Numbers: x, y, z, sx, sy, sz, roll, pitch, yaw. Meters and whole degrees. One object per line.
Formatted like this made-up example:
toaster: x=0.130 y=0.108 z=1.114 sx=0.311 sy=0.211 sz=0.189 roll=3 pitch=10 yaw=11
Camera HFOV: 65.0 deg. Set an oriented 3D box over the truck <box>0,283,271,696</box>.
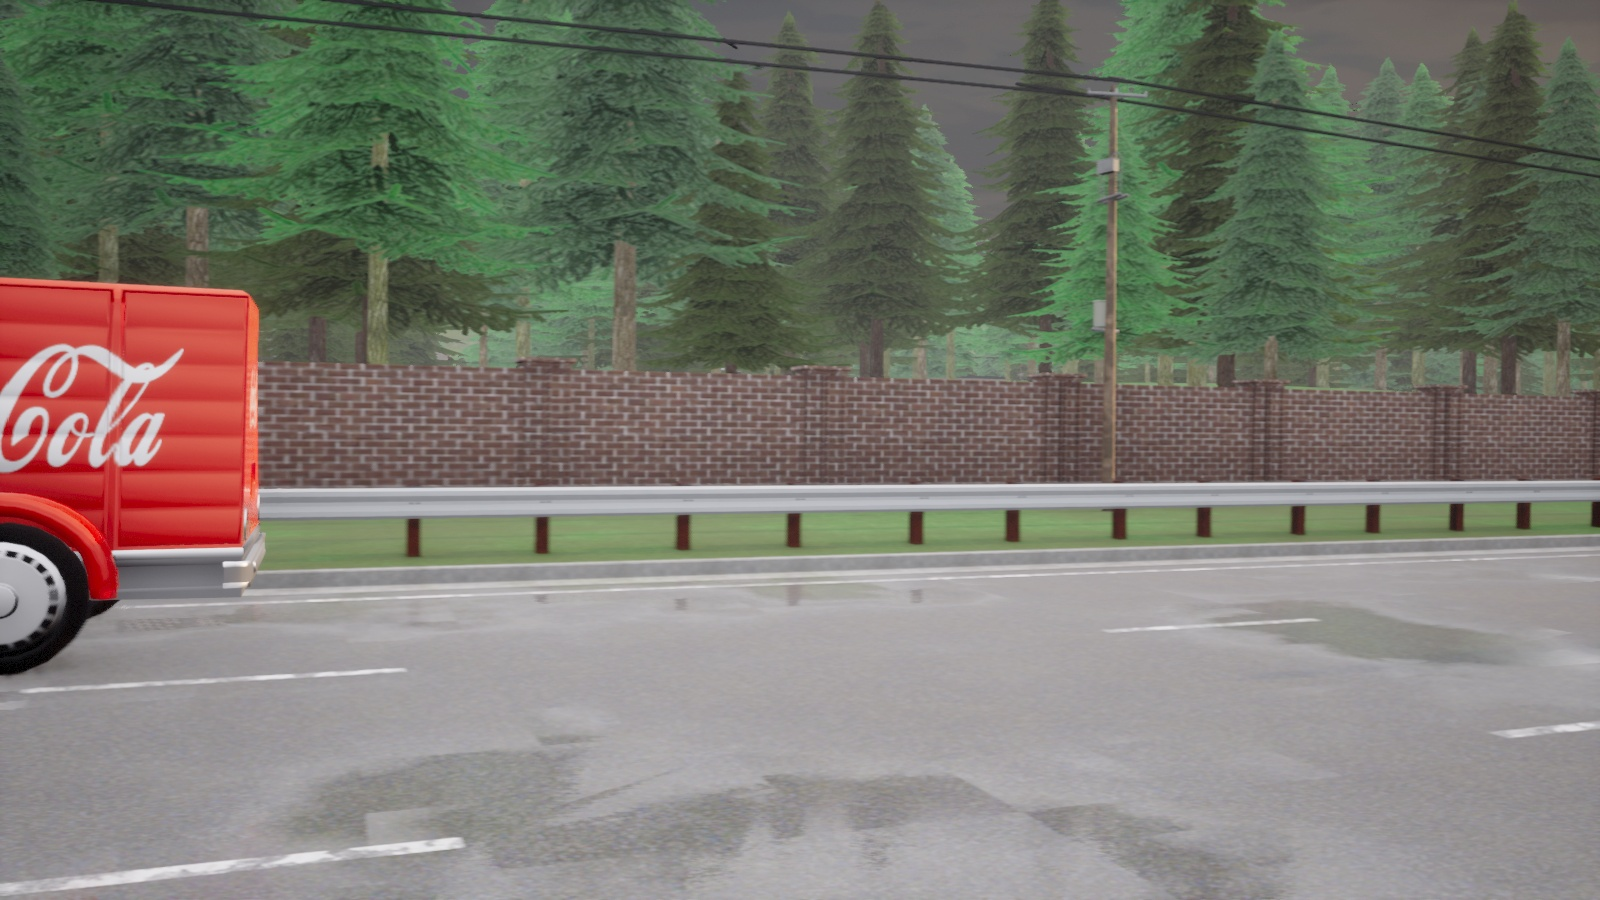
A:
truck: x=-6.386 y=0.245 z=8.296 sx=5.204 sy=2.467 sz=2.627 roll=-1 pitch=1 yaw=-21
